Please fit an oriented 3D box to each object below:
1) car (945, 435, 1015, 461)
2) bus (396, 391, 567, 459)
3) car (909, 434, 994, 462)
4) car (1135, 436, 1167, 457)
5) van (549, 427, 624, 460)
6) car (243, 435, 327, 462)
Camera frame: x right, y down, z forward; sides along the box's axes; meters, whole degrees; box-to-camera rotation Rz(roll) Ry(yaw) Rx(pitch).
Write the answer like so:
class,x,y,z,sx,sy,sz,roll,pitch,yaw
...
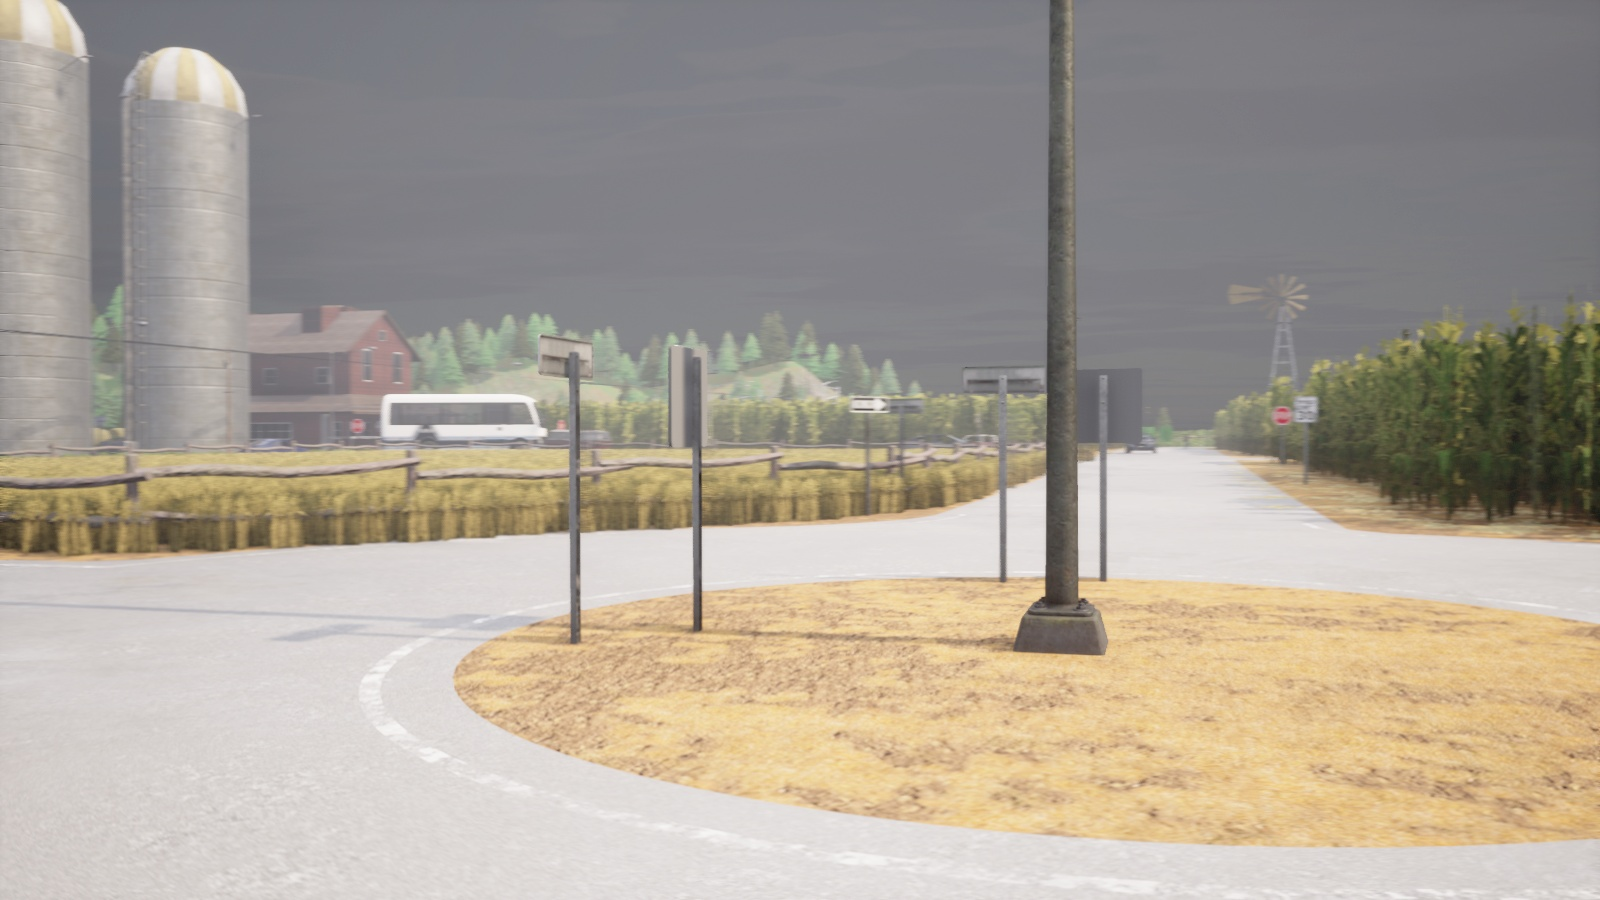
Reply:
class,x,y,z,sx,sy,sz,roll,pitch,yaw
car,10.601,-0.121,74.032,3.806,1.475,1.970,0,1,17
bus,-20.347,-1.614,80.892,10.273,4.253,3.944,0,1,-8
car,8.638,-0.109,71.392,4.514,1.525,2.007,0,1,17
car,23.769,-0.258,84.933,1.994,1.385,4.181,0,1,17
van,-13.833,-0.433,81.543,4.442,1.987,1.775,2,1,17
car,-28.937,-0.125,70.735,1.812,1.442,4.674,0,1,17
